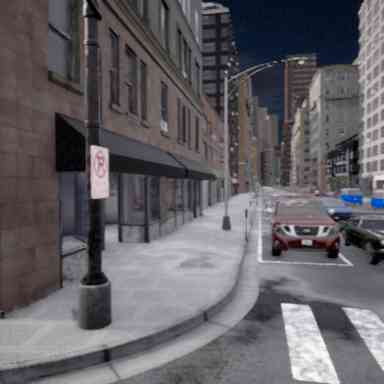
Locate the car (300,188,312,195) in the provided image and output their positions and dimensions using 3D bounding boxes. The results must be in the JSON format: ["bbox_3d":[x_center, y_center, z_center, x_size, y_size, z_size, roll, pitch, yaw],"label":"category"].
[{"bbox_3d":[25.518,-0.153,74.743,1.967,1.590,4.097,0,1,12],"label":"car"}]

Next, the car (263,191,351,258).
[{"bbox_3d":[3.756,1.052,11.848,2.192,1.841,5.009,0,1,12],"label":"car"}]

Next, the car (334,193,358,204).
[{"bbox_3d":[8.057,1.040,19.887,1.882,1.535,5.008,0,1,12],"label":"car"}]

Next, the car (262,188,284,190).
[{"bbox_3d":[9.346,0.616,38.777,1.967,1.590,4.097,0,1,12],"label":"car"}]

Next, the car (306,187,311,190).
[{"bbox_3d":[23.282,-0.057,63.969,2.192,1.841,5.009,0,1,12],"label":"car"}]

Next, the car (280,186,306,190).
[{"bbox_3d":[12.826,0.312,42.568,2.150,2.045,5.566,0,1,12],"label":"car"}]

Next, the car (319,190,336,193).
[{"bbox_3d":[19.930,0.545,47.819,1.802,1.307,4.206,0,1,12],"label":"car"}]

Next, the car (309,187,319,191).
[{"bbox_3d":[22.166,0.322,58.589,1.802,1.307,4.206,0,1,12],"label":"car"}]

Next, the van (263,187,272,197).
[{"bbox_3d":[14.934,-0.042,65.702,1.690,1.788,3.998,0,1,12],"label":"van"}]

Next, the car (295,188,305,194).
[{"bbox_3d":[27.754,-0.263,85.516,2.008,1.369,4.403,0,1,12],"label":"car"}]

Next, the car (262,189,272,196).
[{"bbox_3d":[16.053,0.072,71.092,1.947,1.339,4.313,0,1,12],"label":"car"}]

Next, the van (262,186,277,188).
[{"bbox_3d":[12.699,0.181,54.933,1.690,1.788,3.998,0,1,12],"label":"van"}]

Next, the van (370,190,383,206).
[{"bbox_3d":[15.457,0.753,26.272,1.690,1.788,3.998,0,1,12],"label":"van"}]

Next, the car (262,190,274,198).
[{"bbox_3d":[13.817,0.279,60.321,2.008,1.369,4.403,0,1,12],"label":"car"}]

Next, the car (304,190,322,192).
[{"bbox_3d":[10.090,0.862,29.683,1.837,1.490,4.892,0,2,12],"label":"car"}]

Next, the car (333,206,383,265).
[{"bbox_3d":[6.125,1.356,10.610,1.895,1.301,4.718,0,1,12],"label":"car"}]

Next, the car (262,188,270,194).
[{"bbox_3d":[19.407,-0.259,87.249,1.947,1.339,4.313,0,1,12],"label":"car"}]

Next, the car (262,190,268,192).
[{"bbox_3d":[7.110,0.841,28.006,1.967,1.590,4.097,0,1,12],"label":"car"}]

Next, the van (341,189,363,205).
[{"bbox_3d":[17.693,0.529,37.043,1.690,1.788,3.998,0,1,12],"label":"van"}]
